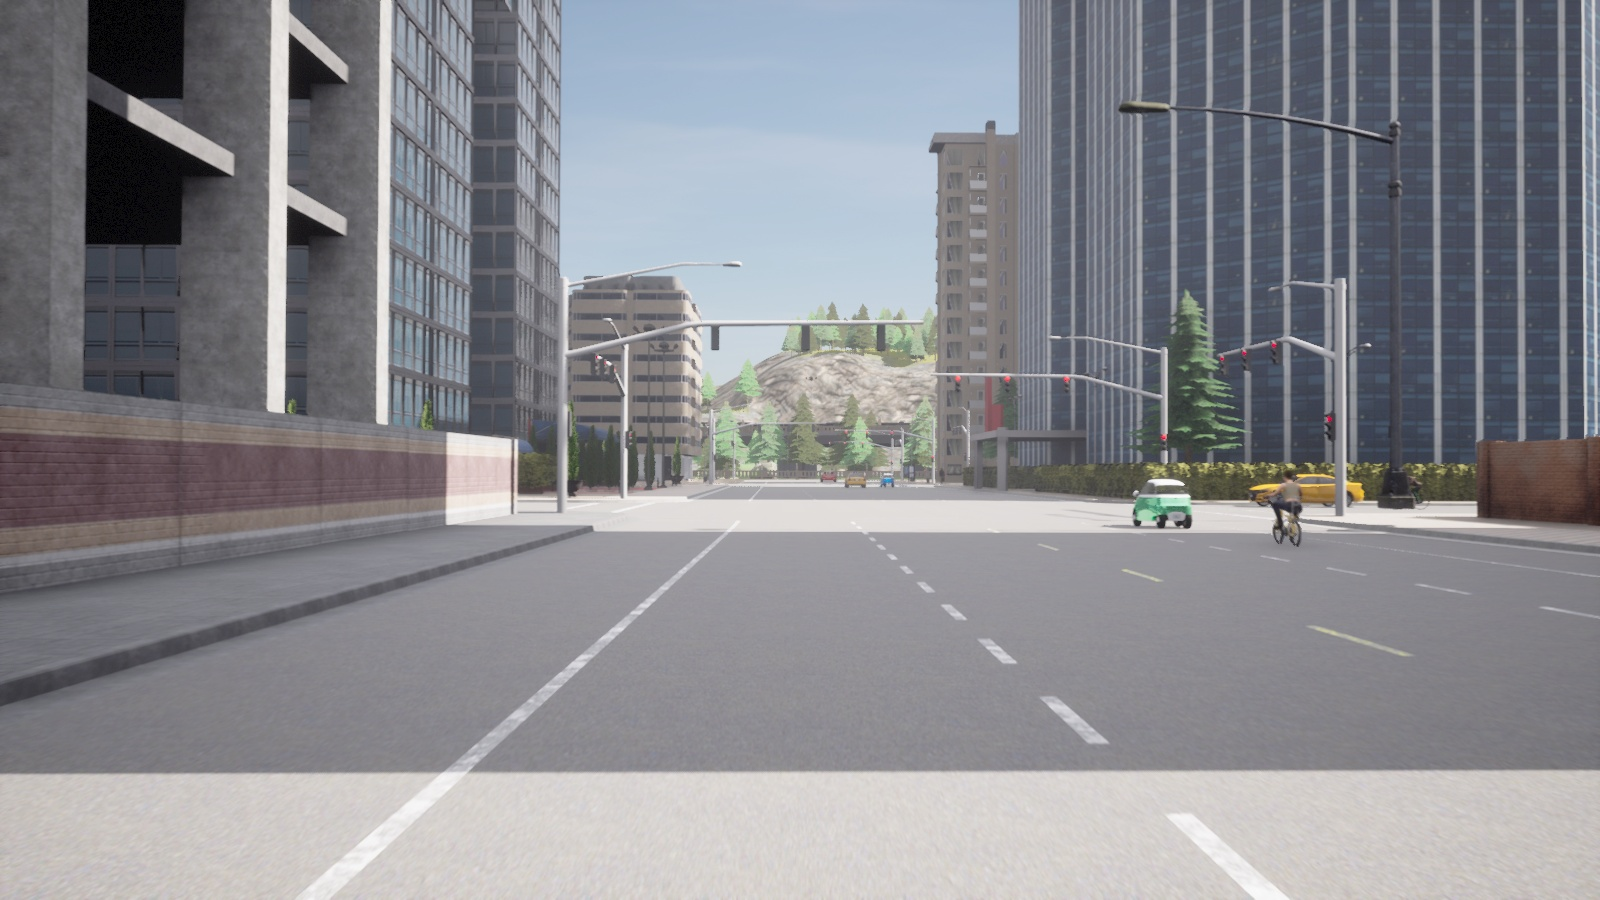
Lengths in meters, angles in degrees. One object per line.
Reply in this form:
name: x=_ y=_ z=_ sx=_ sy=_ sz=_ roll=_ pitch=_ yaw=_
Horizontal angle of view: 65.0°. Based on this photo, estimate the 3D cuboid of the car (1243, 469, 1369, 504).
car: x=23.214 y=1.666 z=57.728 sx=5.008 sy=1.535 sz=1.882 roll=0 pitch=-1 yaw=-1

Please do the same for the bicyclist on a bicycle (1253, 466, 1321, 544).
bicyclist on a bicycle: x=10.429 y=1.161 z=26.961 sx=0.866 sy=1.612 sz=1.509 roll=0 pitch=-1 yaw=0

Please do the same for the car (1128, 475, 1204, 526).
car: x=10.392 y=1.427 z=35.772 sx=1.481 sy=1.376 sz=2.207 roll=0 pitch=-1 yaw=-1
